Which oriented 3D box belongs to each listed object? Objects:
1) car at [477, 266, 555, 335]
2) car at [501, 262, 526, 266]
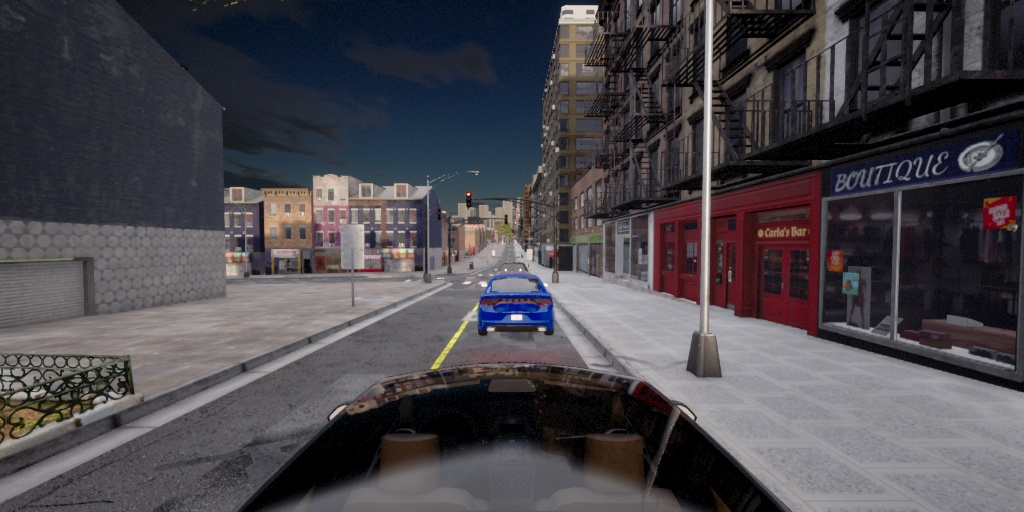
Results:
[{"bbox_3d":[0.087,1.229,10.502,1.882,1.535,5.008,0,0,0],"label":"car"},{"bbox_3d":[0.054,1.109,20.495,2.097,1.767,4.553,0,0,0],"label":"car"}]
